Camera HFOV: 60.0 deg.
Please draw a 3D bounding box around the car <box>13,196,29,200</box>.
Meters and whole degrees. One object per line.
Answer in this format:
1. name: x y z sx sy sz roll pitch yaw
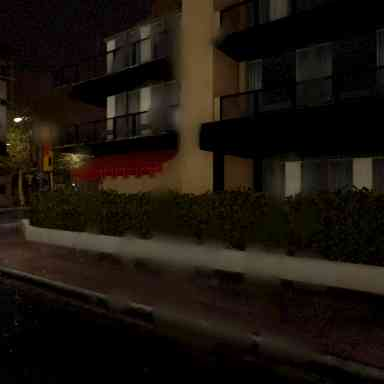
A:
1. car: -36.130 1.481 67.937 4.892 1.521 2.231 0 0 36
